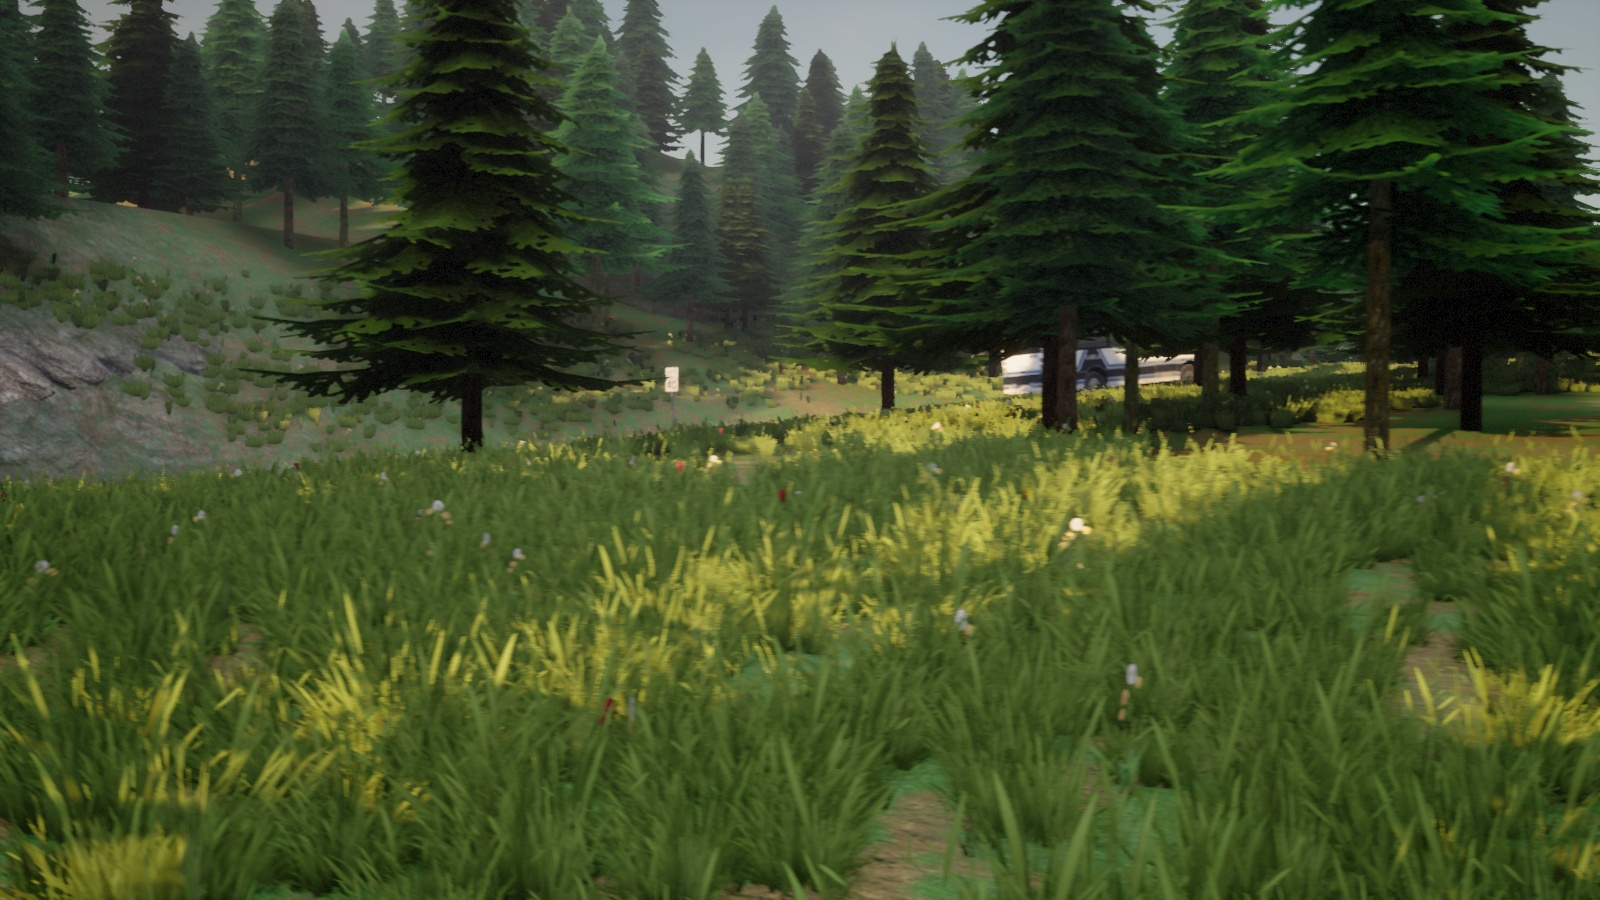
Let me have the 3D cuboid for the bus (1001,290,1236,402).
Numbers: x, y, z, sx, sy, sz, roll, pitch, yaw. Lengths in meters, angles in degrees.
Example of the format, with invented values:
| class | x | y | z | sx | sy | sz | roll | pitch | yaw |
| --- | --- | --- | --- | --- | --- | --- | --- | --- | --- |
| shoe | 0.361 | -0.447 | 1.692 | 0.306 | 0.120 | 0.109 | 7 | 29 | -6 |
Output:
| class | x | y | z | sx | sy | sz | roll | pitch | yaw |
| --- | --- | --- | --- | --- | --- | --- | --- | --- | --- |
| bus | 14.949 | -4.887 | 58.724 | 10.273 | 4.253 | 3.944 | -7 | 3 | -26 |
